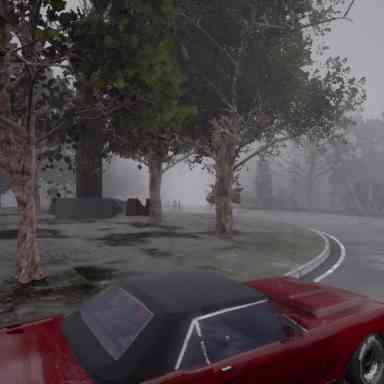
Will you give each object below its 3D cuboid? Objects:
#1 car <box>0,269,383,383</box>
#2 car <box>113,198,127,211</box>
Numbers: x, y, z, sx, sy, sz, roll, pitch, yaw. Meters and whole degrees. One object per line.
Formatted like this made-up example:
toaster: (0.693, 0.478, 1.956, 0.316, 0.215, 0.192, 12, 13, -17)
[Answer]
car: (0.251, 1.601, 3.721, 4.718, 1.301, 1.895, 0, 0, -31)
car: (-9.573, 1.477, 38.989, 5.008, 1.535, 1.882, -1, 0, 4)
